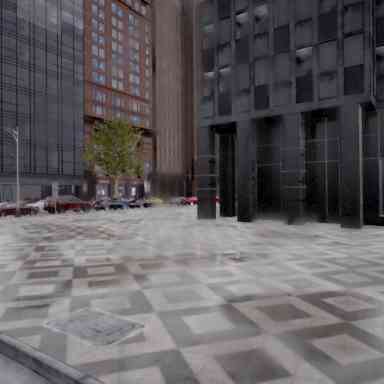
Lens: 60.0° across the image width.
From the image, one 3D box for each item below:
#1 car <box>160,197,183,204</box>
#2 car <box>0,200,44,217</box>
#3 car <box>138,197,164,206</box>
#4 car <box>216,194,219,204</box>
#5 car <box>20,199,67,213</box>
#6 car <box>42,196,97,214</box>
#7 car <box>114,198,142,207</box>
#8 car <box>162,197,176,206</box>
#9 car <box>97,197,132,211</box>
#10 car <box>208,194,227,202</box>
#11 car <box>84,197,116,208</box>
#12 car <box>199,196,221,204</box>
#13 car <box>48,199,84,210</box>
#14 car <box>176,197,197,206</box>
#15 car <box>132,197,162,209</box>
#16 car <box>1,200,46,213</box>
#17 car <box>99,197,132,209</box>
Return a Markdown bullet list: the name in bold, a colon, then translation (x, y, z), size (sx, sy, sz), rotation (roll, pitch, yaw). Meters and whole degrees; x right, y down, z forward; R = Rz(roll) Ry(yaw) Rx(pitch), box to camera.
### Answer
- **car**: translation (-3.785, 1.573, 62.516), size (1.947, 1.339, 4.313), rotation (-1, 0, 35)
- **car**: translation (-16.015, 1.575, 29.832), size (1.802, 1.307, 4.206), rotation (-1, 0, 35)
- **car**: translation (-7.089, 1.543, 57.736), size (1.752, 1.417, 4.829), rotation (-1, 0, 35)
- **car**: translation (3.221, 1.221, 57.664), size (2.192, 1.841, 5.009), rotation (-1, 0, 35)
- **car**: translation (-17.050, 1.566, 38.481), size (1.812, 1.442, 4.674), rotation (-1, 0, 34)
- **car**: translation (-12.811, 1.289, 34.472), size (2.192, 1.841, 5.009), rotation (-1, 0, 35)
- **car**: translation (-10.199, 1.611, 53.237), size (1.802, 1.307, 4.206), rotation (-1, 0, 35)
- **car**: translation (-1.992, 1.494, 54.717), size (2.033, 1.411, 5.357), rotation (-1, 0, 35)
- **car**: translation (-9.602, 1.524, 39.109), size (1.947, 1.339, 4.313), rotation (-1, 0, 35)
- **car**: translation (5.833, 1.295, 76.433), size (2.192, 1.841, 5.009), rotation (-1, 0, 35)
- **car**: translation (-13.407, 1.483, 48.598), size (1.967, 1.590, 4.097), rotation (-1, 0, 35)
- **car**: translation (3.436, 1.456, 62.662), size (1.812, 1.442, 4.674), rotation (-1, 0, 35)
- **car**: translation (-16.612, 1.641, 43.960), size (1.802, 1.307, 4.206), rotation (-1, 0, 35)
- **car**: translation (0.016, 1.461, 53.024), size (1.887, 1.381, 4.507), rotation (-1, 0, 35)
- **car**: translation (-6.396, 1.508, 43.747), size (1.947, 1.339, 4.313), rotation (-1, 0, 35)
- **car**: translation (-19.819, 1.641, 39.321), size (1.947, 1.339, 4.313), rotation (-1, 0, 35)
- **car**: translation (-10.836, 1.534, 47.457), size (1.812, 1.442, 4.674), rotation (-1, 0, 35)
